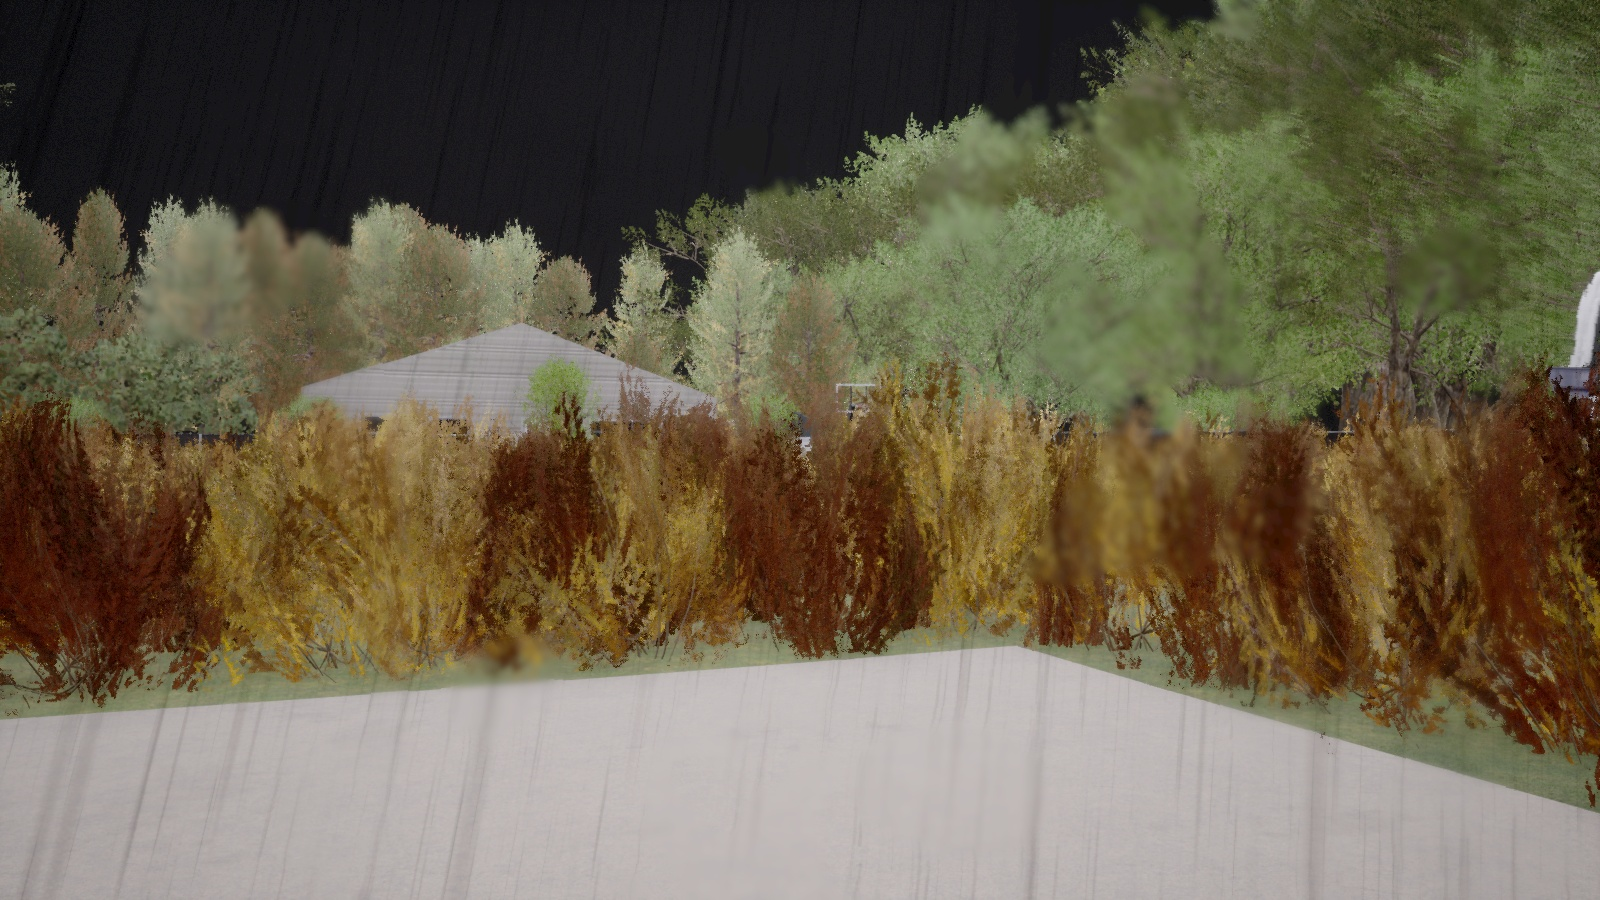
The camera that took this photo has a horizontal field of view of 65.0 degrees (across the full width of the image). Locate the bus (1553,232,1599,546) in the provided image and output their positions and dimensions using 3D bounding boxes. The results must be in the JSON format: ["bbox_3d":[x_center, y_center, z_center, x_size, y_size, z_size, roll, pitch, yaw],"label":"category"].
[{"bbox_3d":[13.179,-0.746,12.965,3.944,4.253,10.273,-2,2,-5],"label":"bus"}]
